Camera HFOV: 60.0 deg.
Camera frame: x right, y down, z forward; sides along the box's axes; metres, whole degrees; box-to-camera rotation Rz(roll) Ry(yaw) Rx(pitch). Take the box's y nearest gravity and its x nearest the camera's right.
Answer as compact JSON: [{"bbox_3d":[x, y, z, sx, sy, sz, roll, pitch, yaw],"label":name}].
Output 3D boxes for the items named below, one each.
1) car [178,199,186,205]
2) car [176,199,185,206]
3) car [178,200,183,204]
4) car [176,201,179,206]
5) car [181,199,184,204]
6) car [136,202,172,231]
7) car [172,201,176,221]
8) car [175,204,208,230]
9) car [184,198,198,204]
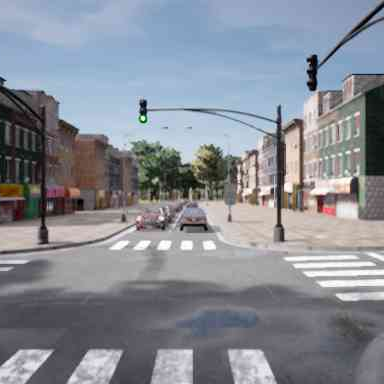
[{"bbox_3d":[-2.574,2.620,87.828,1.802,1.307,4.206,-1,-1,0],"label":"car"},{"bbox_3d":[-2.584,2.452,76.960,2.008,1.369,4.403,-1,-1,0],"label":"car"},{"bbox_3d":[-2.610,2.047,44.353,1.887,1.381,4.507,-1,-1,0],"label":"car"},{"bbox_3d":[-2.619,1.939,33.484,1.947,1.339,4.313,-1,-1,0],"label":"car"},{"bbox_3d":[-2.606,2.118,49.788,2.008,1.369,4.403,-1,-1,0],"label":"car"},{"bbox_3d":[-2.629,1.688,22.618,1.967,1.590,4.097,-1,-1,0],"label":"car"},{"bbox_3d":[-2.624,1.750,28.052,1.967,1.590,4.097,-1,-1,0],"label":"car"},{"bbox_3d":[0.117,1.802,23.158,2.033,1.411,5.357,0,-1,0],"label":"car"},{"bbox_3d":[0.050,2.100,53.047,2.128,1.511,4.902,0,-1,0],"label":"car"}]
